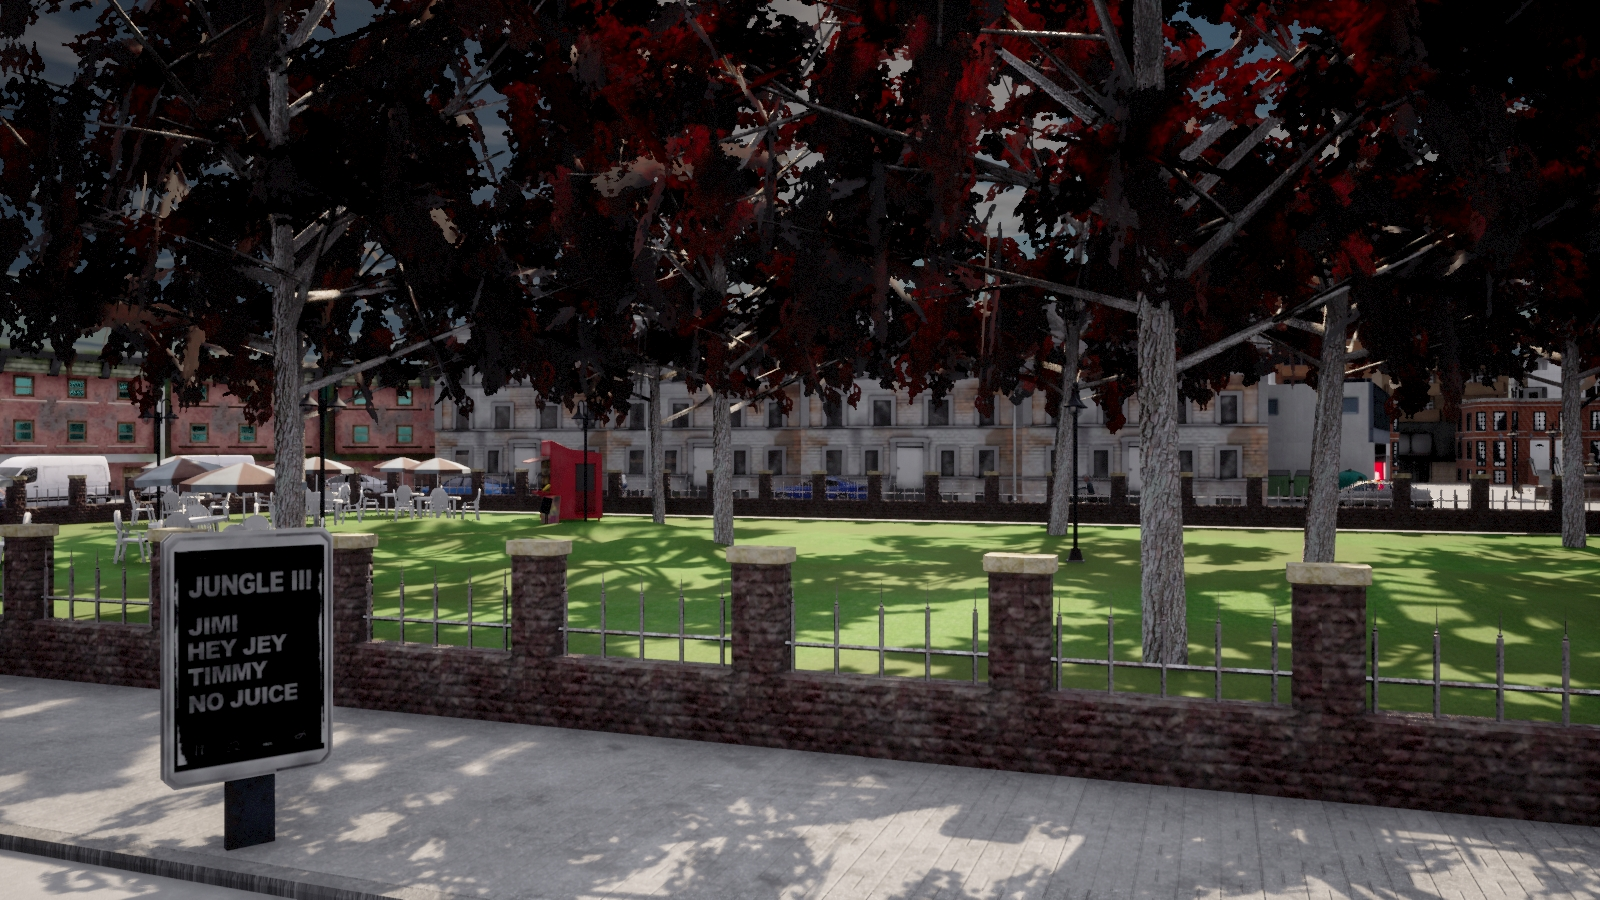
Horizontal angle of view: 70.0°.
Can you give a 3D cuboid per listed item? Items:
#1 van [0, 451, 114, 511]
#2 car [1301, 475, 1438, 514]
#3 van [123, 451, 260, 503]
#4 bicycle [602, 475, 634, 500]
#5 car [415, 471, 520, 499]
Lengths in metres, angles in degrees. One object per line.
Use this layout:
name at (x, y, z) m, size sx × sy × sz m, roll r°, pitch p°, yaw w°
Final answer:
van at (-34.456, 1.334, 51.696) m, size 1.988 × 2.561 × 5.915 m, roll 0°, pitch 0°, yaw 21°
car at (23.643, 1.825, 47.675) m, size 4.902 × 1.511 × 2.128 m, roll 0°, pitch 0°, yaw 20°
van at (-31.314, 1.336, 58.944) m, size 1.988 × 2.561 × 5.915 m, roll 0°, pitch 0°, yaw 41°
bicycle at (-9.506, 1.947, 59.689) m, size 1.643 × 1.296 × 0.373 m, roll 0°, pitch 0°, yaw 20°
car at (-18.262, 1.902, 62.828) m, size 5.357 × 1.411 × 2.033 m, roll 0°, pitch 0°, yaw 19°
